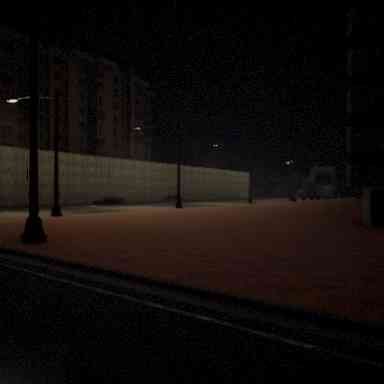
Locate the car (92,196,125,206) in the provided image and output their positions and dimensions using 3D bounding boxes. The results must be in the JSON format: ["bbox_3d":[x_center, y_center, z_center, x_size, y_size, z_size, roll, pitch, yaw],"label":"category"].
[{"bbox_3d":[-12.949,1.398,51.974,2.033,1.411,5.357,0,0,36],"label":"car"}]
